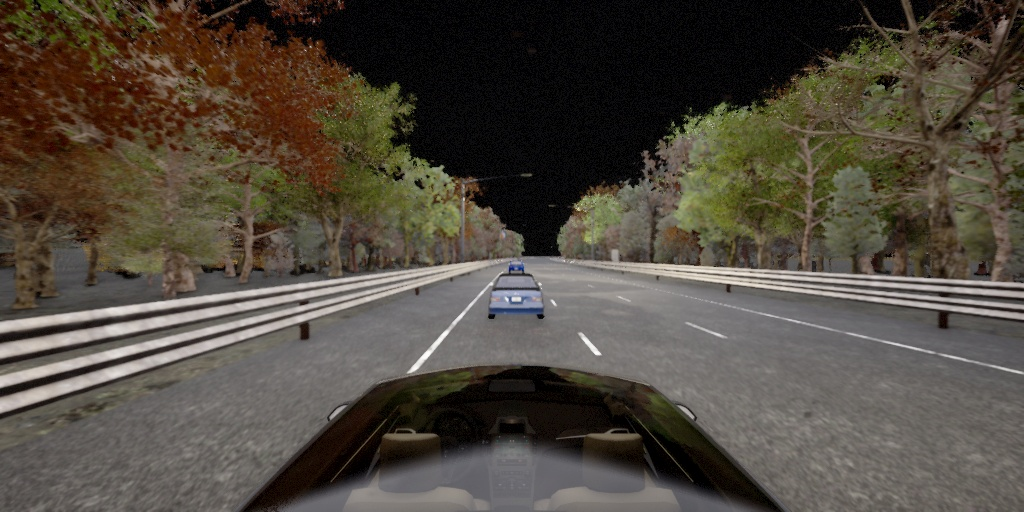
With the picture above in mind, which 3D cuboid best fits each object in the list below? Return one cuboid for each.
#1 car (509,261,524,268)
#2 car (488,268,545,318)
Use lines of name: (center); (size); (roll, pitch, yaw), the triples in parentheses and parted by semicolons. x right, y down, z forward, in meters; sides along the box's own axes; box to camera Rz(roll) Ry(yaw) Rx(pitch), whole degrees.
car: (0.558, 1.333, 44.594); (1.882, 1.535, 5.008); (0, 0, 1)
car: (0.140, 1.326, 13.070); (2.033, 1.411, 5.357); (0, 0, 0)
